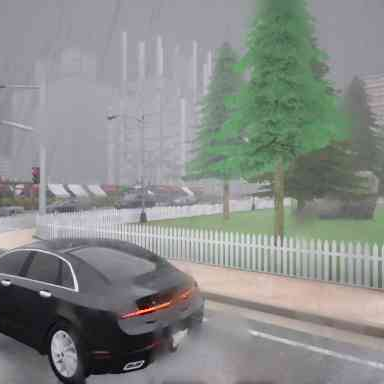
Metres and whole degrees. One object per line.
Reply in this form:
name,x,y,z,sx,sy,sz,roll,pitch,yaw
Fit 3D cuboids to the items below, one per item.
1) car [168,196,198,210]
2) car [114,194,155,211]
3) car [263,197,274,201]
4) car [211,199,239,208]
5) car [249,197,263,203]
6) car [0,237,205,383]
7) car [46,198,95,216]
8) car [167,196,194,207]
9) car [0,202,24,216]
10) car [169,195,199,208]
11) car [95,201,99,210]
car,-1.115,1.525,42.036,1.812,1.442,4.674,0,0,34
car,-6.783,1.221,40.225,2.150,2.045,5.566,0,0,34
car,15.008,1.564,59.779,1.994,1.385,4.181,0,0,34
car,4.425,1.601,44.010,1.895,1.301,4.718,0,0,34
car,12.207,1.526,61.882,1.812,1.442,4.674,0,0,34
car,-2.100,1.505,5.425,4.892,1.490,1.837,0,0,36
car,-12.255,1.491,32.077,2.128,1.511,4.902,0,0,34
car,-1.813,1.505,53.850,1.837,1.490,4.892,0,0,34
car,-17.949,1.601,29.991,1.895,1.301,4.718,0,0,36
car,-1.080,1.352,48.688,2.097,1.767,4.553,0,0,34
car,-12.814,1.478,37.524,1.882,1.535,5.008,0,0,34
